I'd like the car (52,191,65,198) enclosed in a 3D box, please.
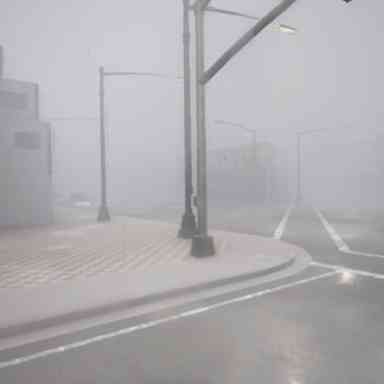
[{"bbox_3d":[-25.950,0.452,62.371,1.812,1.442,4.674,-1,1,-36],"label":"car"}]

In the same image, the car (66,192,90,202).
[{"bbox_3d":[-16.700,0.798,49.498,1.994,1.385,4.181,-1,2,-36],"label":"car"}]
